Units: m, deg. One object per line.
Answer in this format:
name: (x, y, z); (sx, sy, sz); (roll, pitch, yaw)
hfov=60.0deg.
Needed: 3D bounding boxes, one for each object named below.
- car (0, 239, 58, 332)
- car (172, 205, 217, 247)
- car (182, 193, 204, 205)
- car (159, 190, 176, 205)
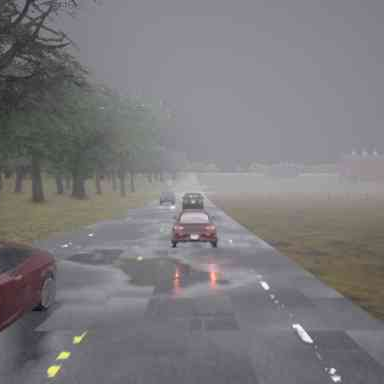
car: (-3.612, 1.521, 4.997); (1.812, 1.442, 4.674); (0, 0, 0)
car: (0.100, 1.506, 14.772); (1.812, 1.442, 4.674); (0, 0, 0)
car: (0.101, 1.065, 34.936); (2.150, 2.045, 5.566); (0, 1, 0)
car: (-3.573, 0.797, 48.798); (2.150, 2.045, 5.566); (0, 1, 0)
